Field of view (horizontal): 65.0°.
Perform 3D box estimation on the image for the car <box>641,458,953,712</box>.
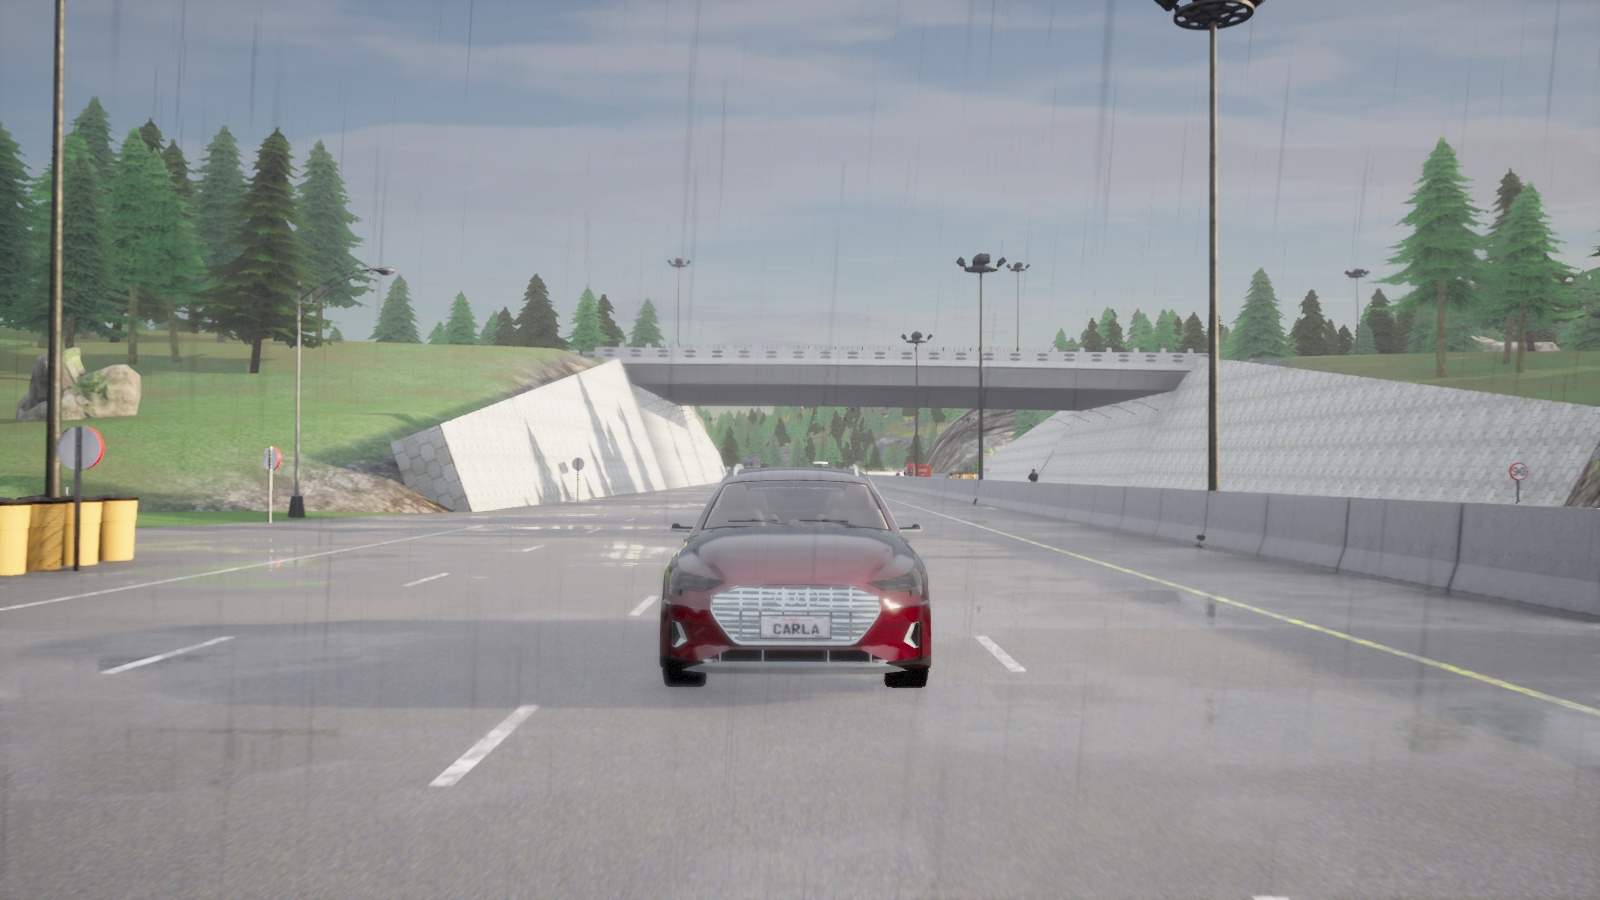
[{"bbox_3d":[-0.026,0.923,10.654,2.033,1.649,4.856,0,-1,0],"label":"car"}]
